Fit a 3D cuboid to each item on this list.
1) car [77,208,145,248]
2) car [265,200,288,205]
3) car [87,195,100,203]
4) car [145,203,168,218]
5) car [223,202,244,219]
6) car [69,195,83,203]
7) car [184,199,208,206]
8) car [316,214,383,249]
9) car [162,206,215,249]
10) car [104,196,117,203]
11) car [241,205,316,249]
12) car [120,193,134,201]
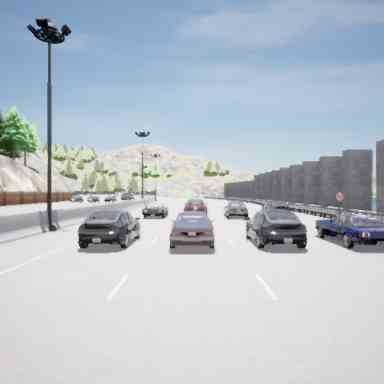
[{"bbox_3d":[-3.473,1.513,14.595,1.837,1.490,4.892,0,0,1],"label":"car"},{"bbox_3d":[7.336,1.514,29.268,1.837,1.490,4.892,0,0,1],"label":"car"},{"bbox_3d":[-20.581,1.477,69.532,2.128,1.511,4.902,0,0,-2],"label":"car"},{"bbox_3d":[-3.160,1.614,29.550,1.895,1.301,4.718,0,0,1],"label":"car"},{"bbox_3d":[3.837,1.561,29.352,2.033,1.411,5.357,0,0,1],"label":"car"},{"bbox_3d":[-24.072,1.480,69.287,2.128,1.511,4.902,0,0,-2],"label":"car"},{"bbox_3d":[0.337,1.364,29.406,2.097,1.767,4.553,0,0,1],"label":"car"},{"bbox_3d":[7.026,1.614,14.517,1.895,1.301,4.718,0,0,1],"label":"car"},{"bbox_3d":[0.026,1.560,14.559,2.033,1.411,5.357,0,0,1],"label":"car"},{"bbox_3d":[-17.089,1.487,69.777,2.033,1.411,5.357,0,0,-2],"label":"car"},{"bbox_3d":[3.526,1.514,14.523,1.837,1.490,4.892,0,0,1],"label":"car"},{"bbox_3d":[-13.596,1.169,69.993,2.150,2.045,5.566,0,0,-2],"label":"car"}]
